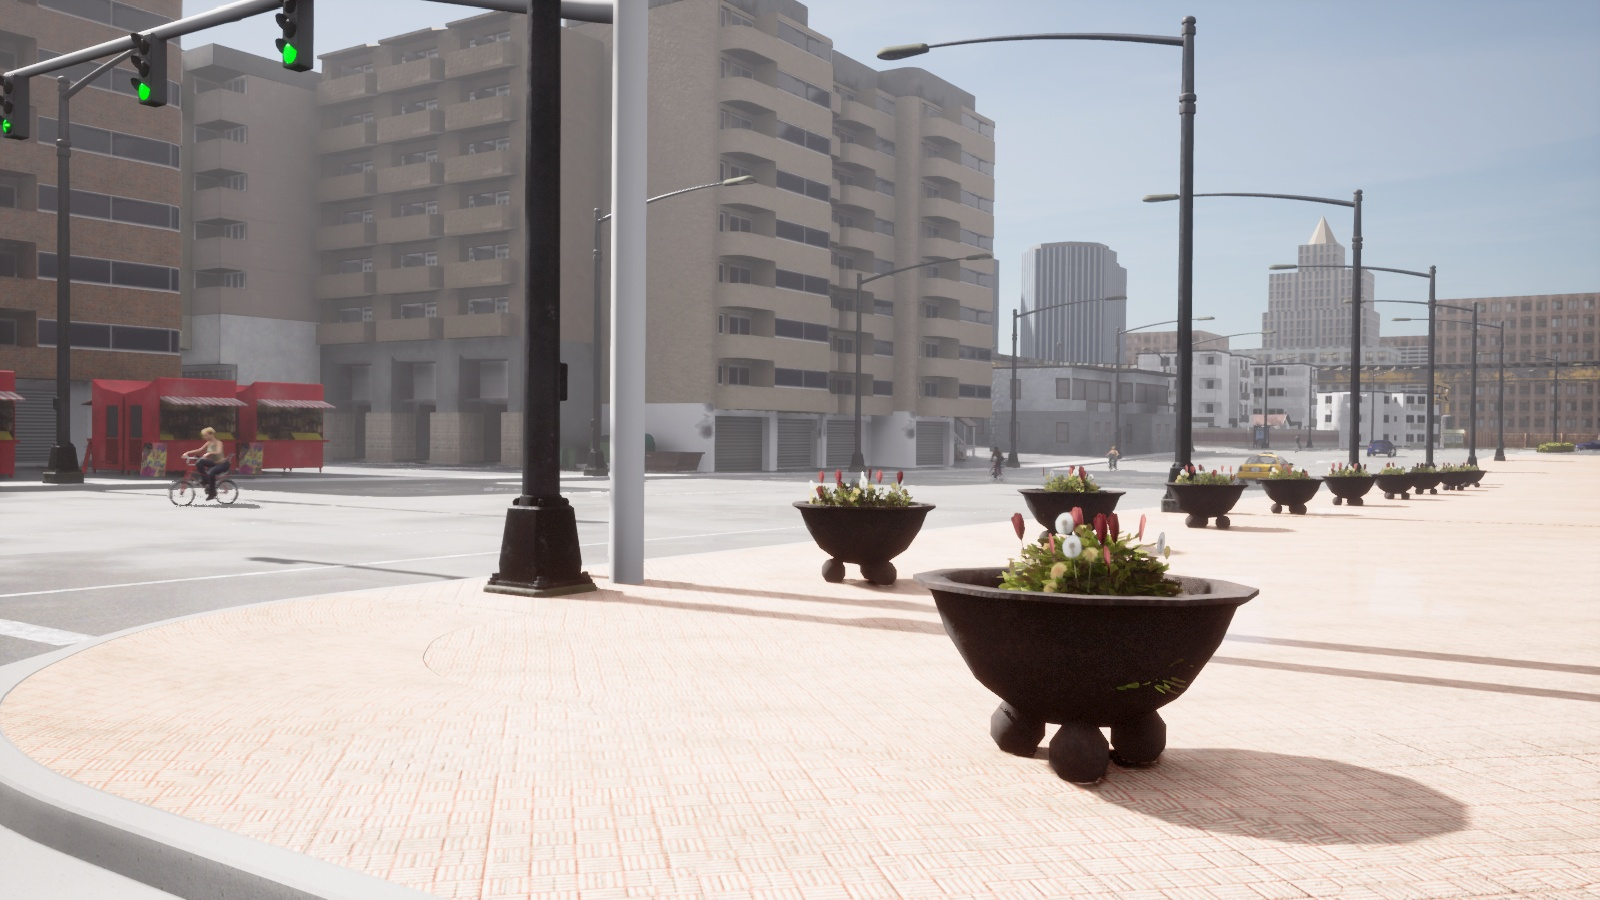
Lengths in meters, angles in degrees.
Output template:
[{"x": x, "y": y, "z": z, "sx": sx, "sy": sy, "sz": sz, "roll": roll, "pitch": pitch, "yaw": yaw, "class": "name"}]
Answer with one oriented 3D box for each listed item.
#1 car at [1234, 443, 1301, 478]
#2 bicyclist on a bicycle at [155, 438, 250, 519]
[{"x": 21.824, "y": 0.457, "z": 58.507, "sx": 1.801, "sy": 1.575, "sz": 5.366, "roll": 0, "pitch": 0, "yaw": 33, "class": "car"}, {"x": -12.188, "y": 0.558, "z": 25.643, "sx": 0.866, "sy": 1.612, "sz": 1.509, "roll": 0, "pitch": 0, "yaw": 33, "class": "bicyclist on a bicycle"}]
